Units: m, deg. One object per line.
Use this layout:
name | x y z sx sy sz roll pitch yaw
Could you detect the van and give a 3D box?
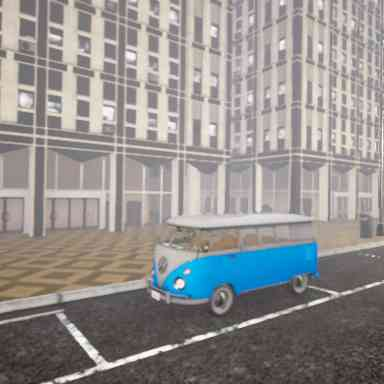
van | 1.057 1.389 7.302 3.998 1.788 1.690 1 0 -35
